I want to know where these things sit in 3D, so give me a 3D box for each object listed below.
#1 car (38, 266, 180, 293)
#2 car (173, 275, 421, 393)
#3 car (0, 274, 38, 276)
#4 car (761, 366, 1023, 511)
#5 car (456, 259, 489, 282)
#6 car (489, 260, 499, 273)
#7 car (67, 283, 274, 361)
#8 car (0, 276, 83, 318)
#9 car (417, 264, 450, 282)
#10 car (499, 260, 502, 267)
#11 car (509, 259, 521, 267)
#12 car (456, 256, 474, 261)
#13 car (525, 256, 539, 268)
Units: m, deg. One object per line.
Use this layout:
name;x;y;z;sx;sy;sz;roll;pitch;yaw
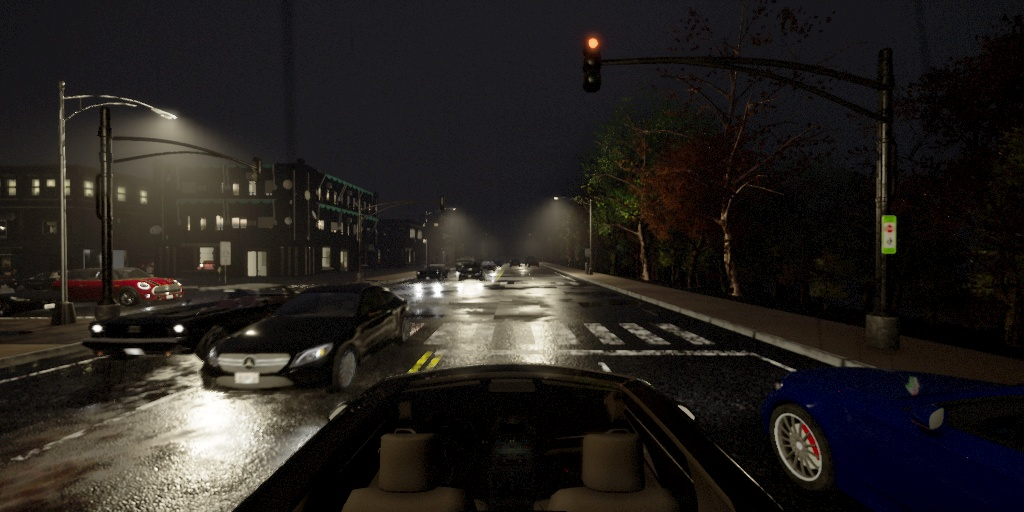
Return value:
car;-17.992;1.315;16.469;4.553;1.767;2.097;-1;1;0
car;-3.314;1.279;6.840;1.812;1.442;4.674;0;0;0
car;-28.122;1.577;22.329;4.403;1.370;2.007;0;0;1
car;3.354;1.276;1.569;1.812;1.442;4.674;0;0;1
car;-3.140;1.271;28.916;1.837;1.490;4.892;0;0;0
car;-3.010;1.374;45.358;1.895;1.301;4.718;0;0;0
car;-6.551;1.356;8.436;1.895;1.301;4.718;0;0;0
car;-19.856;1.575;13.751;4.313;1.339;1.948;0;0;1
car;-6.386;1.367;29.470;1.895;1.301;4.718;0;0;0
car;-2.800;1.346;64.445;1.994;1.385;4.181;0;0;1
car;0.593;1.286;64.795;1.837;1.490;4.892;0;0;0
car;-6.231;0.997;48.789;2.150;2.045;5.566;0;0;1
car;3.843;1.259;64.634;1.882;1.535;5.008;0;0;1
